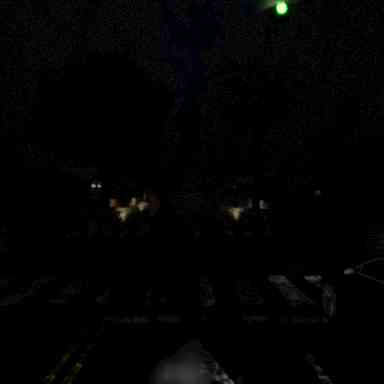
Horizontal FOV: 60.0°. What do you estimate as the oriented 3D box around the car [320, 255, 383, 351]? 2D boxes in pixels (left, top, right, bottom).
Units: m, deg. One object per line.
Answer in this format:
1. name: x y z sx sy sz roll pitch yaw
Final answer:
1. car: 3.345 1.533 4.429 2.128 1.511 4.902 0 -1 0
